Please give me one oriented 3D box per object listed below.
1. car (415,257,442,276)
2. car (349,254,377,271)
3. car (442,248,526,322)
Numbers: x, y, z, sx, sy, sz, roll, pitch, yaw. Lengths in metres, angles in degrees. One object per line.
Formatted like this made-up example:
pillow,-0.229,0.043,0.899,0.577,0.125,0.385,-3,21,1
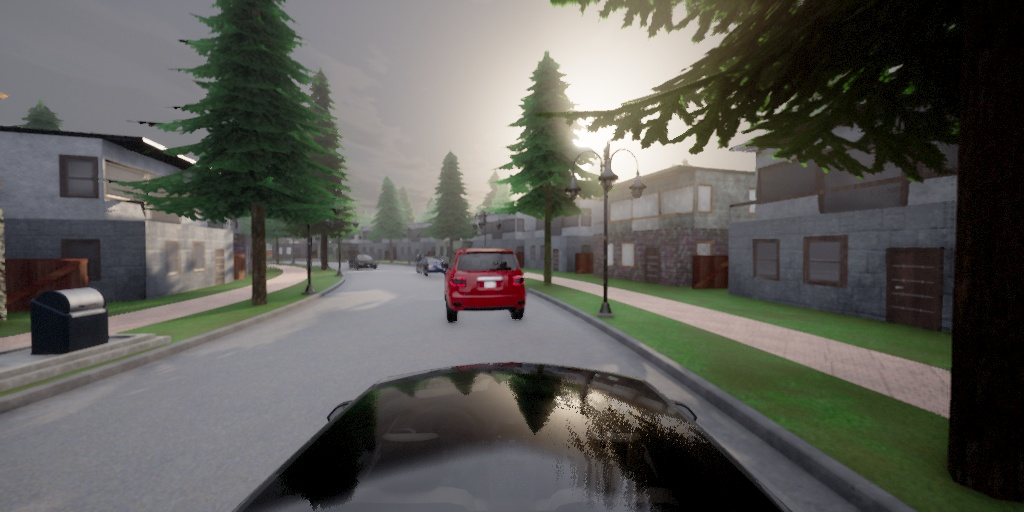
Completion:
car,-6.283,0.770,28.072,2.033,1.411,5.357,-1,1,-25
car,-14.605,0.593,35.036,1.837,1.490,4.892,0,1,-35
car,-1.064,0.770,11.645,2.150,2.045,5.566,0,1,-11
